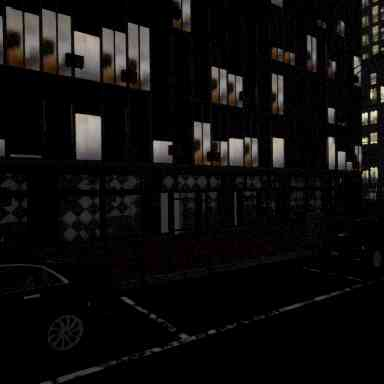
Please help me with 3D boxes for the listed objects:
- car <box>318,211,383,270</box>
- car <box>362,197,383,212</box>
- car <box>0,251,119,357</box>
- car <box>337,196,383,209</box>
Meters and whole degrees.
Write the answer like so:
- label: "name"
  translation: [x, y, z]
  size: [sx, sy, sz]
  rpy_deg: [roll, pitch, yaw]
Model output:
- label: "car"
  translation: [5.986, 1.541, 11.006]
  size: [4.507, 1.381, 1.887]
  rpy_deg: [0, -1, -35]
- label: "car"
  translation: [18.077, 1.442, 34.354]
  size: [1.994, 1.385, 4.181]
  rpy_deg: [-1, 1, -35]
- label: "car"
  translation: [-3.189, 1.551, 4.427]
  size: [4.403, 1.369, 2.008]
  rpy_deg: [0, -1, -35]
- label: "car"
  translation: [20.577, 1.274, 40.861]
  size: [1.752, 1.417, 4.829]
  rpy_deg: [-1, 1, -35]
